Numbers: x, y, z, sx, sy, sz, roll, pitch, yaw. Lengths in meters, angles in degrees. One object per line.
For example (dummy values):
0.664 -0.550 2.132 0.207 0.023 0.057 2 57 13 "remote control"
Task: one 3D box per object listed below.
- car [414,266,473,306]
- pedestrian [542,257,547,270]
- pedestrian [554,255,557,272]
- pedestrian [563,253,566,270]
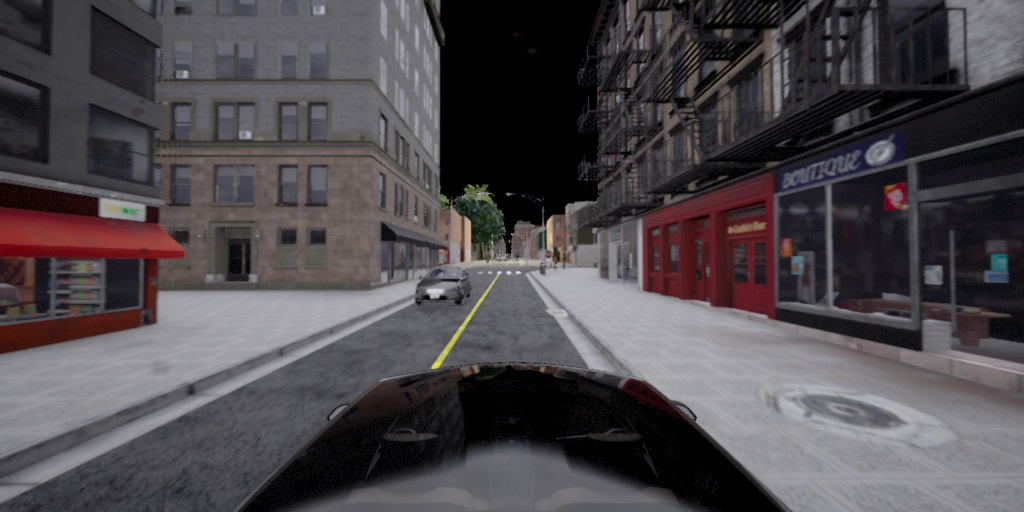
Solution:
-2.847 1.220 15.695 2.128 1.511 4.902 0 0 0 "car"
3.507 0.792 38.585 0.375 1.860 0.375 1 -1 0 "pedestrian"
4.508 0.739 37.386 0.375 1.860 0.375 1 -1 0 "pedestrian"
5.507 0.609 37.989 0.375 1.860 0.375 1 -1 0 "pedestrian"
